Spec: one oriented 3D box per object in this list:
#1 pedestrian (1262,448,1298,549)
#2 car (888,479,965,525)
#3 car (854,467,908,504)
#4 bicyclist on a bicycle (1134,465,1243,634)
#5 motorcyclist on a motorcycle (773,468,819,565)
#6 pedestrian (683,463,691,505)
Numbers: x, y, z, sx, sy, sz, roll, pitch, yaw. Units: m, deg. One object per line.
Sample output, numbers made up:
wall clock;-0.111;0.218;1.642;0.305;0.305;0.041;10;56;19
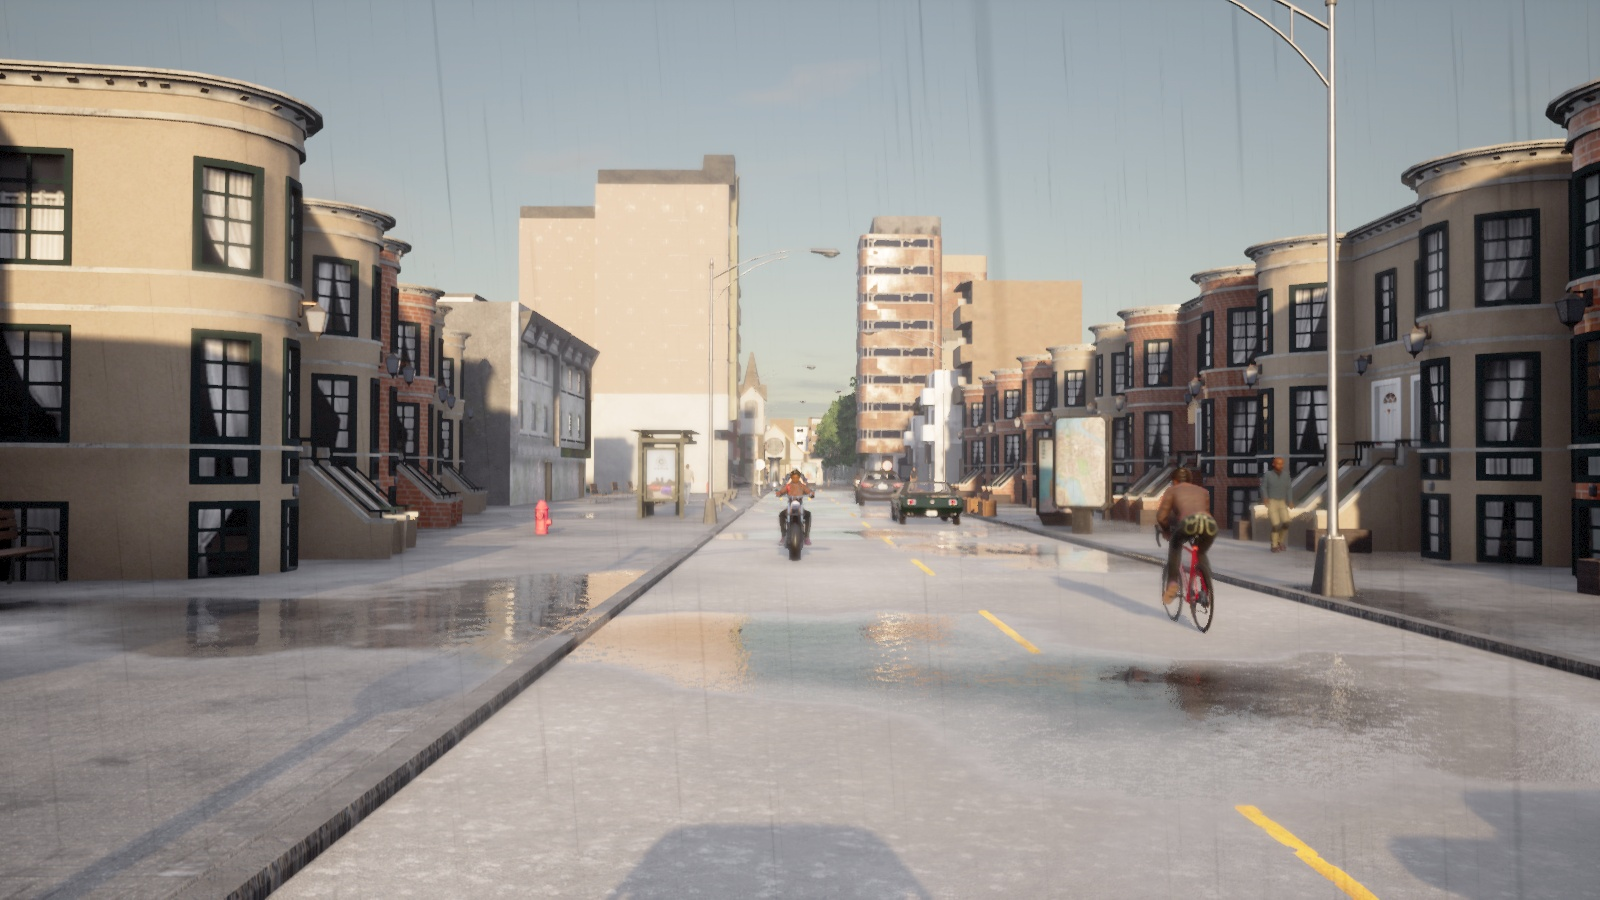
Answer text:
pedestrian;8.809;0.886;23.076;0.370;1.835;0.726;0;-1;0
car;3.874;1.572;39.078;1.895;1.301;4.718;0;-1;0
car;3.807;1.671;59.778;2.242;1.667;4.611;0;-1;0
bicyclist on a bicycle;3.956;0.974;12.897;0.582;1.620;1.656;0;-1;0
motorcyclist on a motorcycle;-0.074;1.154;22.605;0.766;1.649;2.350;0;-1;0
pedestrian;-5.035;1.506;55.954;0.354;1.836;0.706;0;-1;-7
